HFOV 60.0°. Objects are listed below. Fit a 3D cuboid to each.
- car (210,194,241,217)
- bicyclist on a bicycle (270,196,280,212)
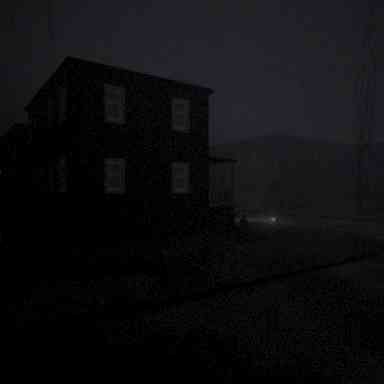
[{"bbox_3d":[1.992,1.178,30.065,2.150,2.045,5.566,0,0,-35],"label":"car"},{"bbox_3d":[8.742,1.287,35.066,1.656,1.620,0.582,-1,0,-35],"label":"bicyclist on a bicycle"}]
